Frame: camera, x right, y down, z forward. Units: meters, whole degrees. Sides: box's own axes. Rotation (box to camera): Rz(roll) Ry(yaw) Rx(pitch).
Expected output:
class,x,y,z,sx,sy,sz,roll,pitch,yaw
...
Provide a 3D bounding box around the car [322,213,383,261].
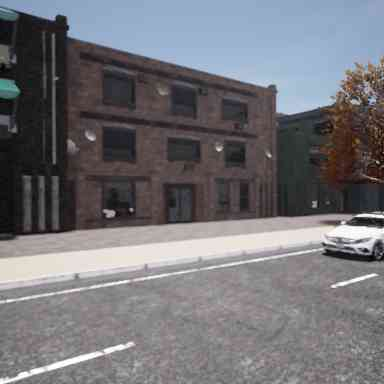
class,x,y,z,sx,sy,sz,roll,pitch,yaw
car,6.886,1.563,12.594,4.674,1.442,1.812,0,0,-36
